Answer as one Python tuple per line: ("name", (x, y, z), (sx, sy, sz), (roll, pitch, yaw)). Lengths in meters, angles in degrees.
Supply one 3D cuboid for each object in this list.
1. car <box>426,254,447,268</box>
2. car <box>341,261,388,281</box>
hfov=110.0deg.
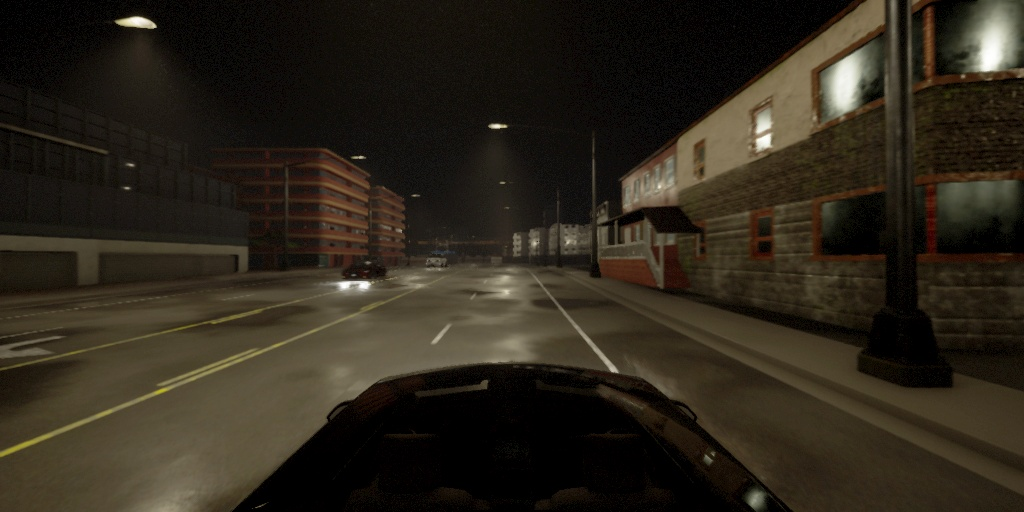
("car", (-10.489, 0.682, 50.261), (2.150, 2.045, 5.566), (0, -1, 0))
("car", (-10.495, 1.025, 25.745), (1.994, 1.385, 4.181), (0, 2, 0))
